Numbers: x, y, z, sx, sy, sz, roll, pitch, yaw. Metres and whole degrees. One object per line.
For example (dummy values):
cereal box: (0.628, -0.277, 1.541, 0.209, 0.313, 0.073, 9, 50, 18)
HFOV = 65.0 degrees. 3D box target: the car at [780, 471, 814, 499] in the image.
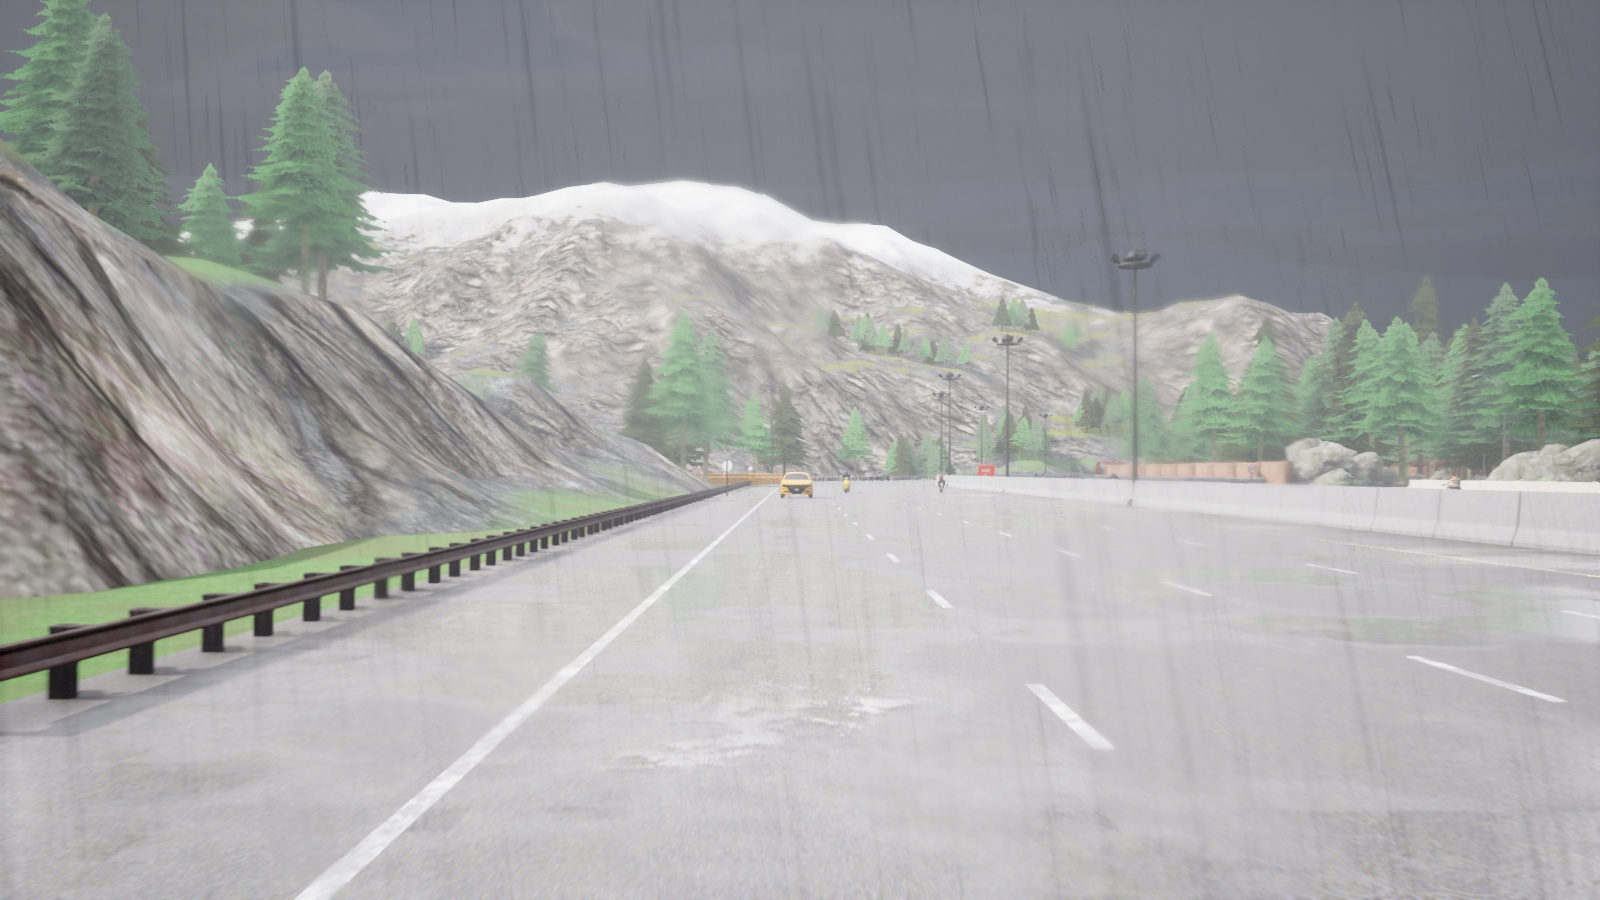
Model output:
car: (-0.176, 2.013, 72.912, 1.882, 1.535, 5.008, 0, -1, 0)
